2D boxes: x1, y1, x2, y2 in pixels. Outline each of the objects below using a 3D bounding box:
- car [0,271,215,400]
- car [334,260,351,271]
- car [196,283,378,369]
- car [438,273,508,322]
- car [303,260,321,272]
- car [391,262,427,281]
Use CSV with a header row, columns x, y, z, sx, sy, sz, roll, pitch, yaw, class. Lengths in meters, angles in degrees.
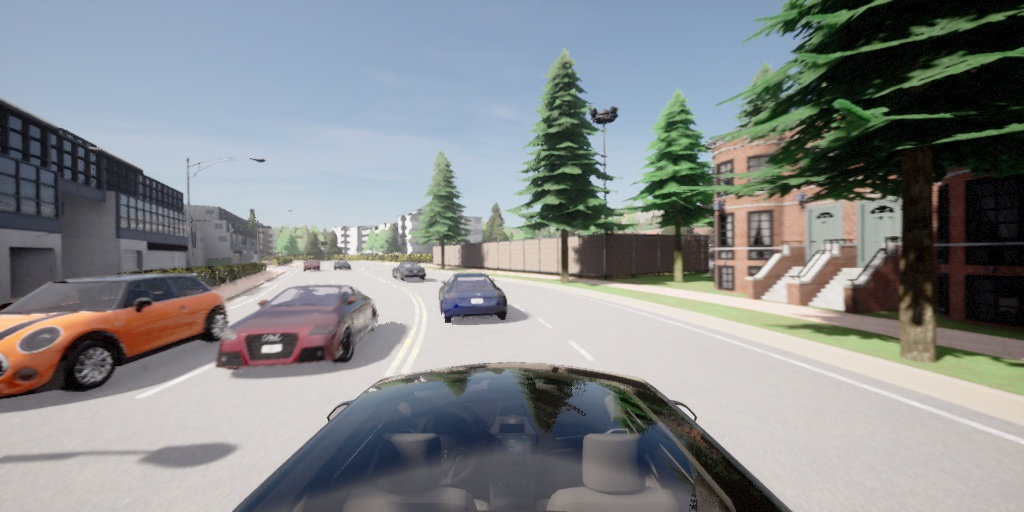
x,y,z,sx,sy,sz,roll,pitch,yaw,class
-7.647,1.157,6.697,2.097,1.767,4.553,-1,0,-10,car
-22.845,1.264,48.258,1.994,1.385,4.181,-1,1,-28,car
-4.284,1.319,7.843,1.994,1.385,4.181,-1,0,-10,car
-1.449,1.250,12.218,1.994,1.385,4.181,-1,0,-13,car
-25.933,1.235,46.609,1.882,1.535,5.008,-1,1,-28,car
-8.284,1.191,28.603,2.033,1.411,5.357,-1,0,-28,car
